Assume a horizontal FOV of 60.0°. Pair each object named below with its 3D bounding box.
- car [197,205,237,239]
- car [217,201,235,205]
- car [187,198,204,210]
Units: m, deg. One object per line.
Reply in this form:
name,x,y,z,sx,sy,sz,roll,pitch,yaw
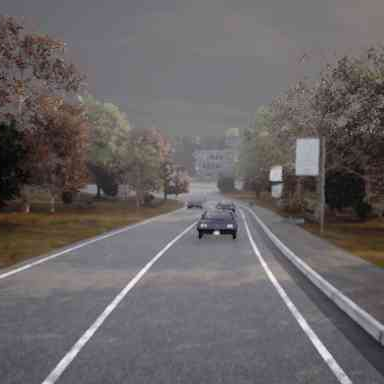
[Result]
car,1.392,1.579,17.441,1.895,1.301,4.718,1,0,7
car,3.558,1.547,35.024,1.895,1.301,4.718,1,0,7
car,0.469,1.440,41.325,2.033,1.411,5.357,1,0,5
